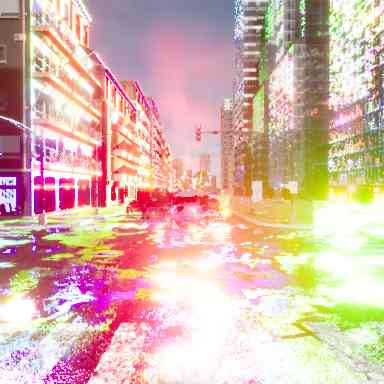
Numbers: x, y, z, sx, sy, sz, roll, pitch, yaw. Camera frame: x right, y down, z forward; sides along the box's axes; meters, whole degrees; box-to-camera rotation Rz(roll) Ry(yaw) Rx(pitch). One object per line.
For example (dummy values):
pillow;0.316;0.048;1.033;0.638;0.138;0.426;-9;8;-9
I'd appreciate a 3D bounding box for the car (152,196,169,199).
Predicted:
car;-3.207;1.559;39.096;1.994;1.385;4.181;0;0;0

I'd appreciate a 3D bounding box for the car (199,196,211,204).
car;2.454;1.551;63.711;2.008;1.369;4.403;-1;0;0

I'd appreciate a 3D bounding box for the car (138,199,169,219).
car;-3.187;1.560;29.170;1.994;1.385;4.181;0;0;0

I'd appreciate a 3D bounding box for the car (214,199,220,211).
car;2.522;1.540;41.115;1.887;1.381;4.507;-1;0;0

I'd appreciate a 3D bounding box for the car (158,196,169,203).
car;-5.910;1.583;69.278;1.802;1.307;4.206;-1;0;0

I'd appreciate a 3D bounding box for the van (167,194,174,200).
van;-5.982;1.350;91.872;1.690;1.788;3.998;-1;0;0

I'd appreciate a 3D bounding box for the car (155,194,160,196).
car;-5.862;1.312;52.331;2.192;1.841;5.009;-1;0;0

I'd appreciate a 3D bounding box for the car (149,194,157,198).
car;-5.826;1.436;41.033;1.967;1.590;4.097;-1;0;0

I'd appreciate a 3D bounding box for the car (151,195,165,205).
car;-5.878;1.439;57.979;1.967;1.590;4.097;-1;0;0

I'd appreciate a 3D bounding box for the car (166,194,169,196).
car;-3.237;1.488;49.980;2.128;1.511;4.902;0;0;0

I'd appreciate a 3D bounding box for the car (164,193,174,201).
car;-5.966;1.322;86.224;2.192;1.841;5.009;-1;0;0

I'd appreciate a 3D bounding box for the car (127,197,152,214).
car;-5.807;1.540;35.384;1.887;1.381;4.507;-1;0;0

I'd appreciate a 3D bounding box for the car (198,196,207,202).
car;2.419;1.548;75.009;1.887;1.381;4.507;-1;0;0

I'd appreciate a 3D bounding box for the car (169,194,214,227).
car;-0.188;1.224;23.235;2.150;2.045;5.566;-1;0;-7
